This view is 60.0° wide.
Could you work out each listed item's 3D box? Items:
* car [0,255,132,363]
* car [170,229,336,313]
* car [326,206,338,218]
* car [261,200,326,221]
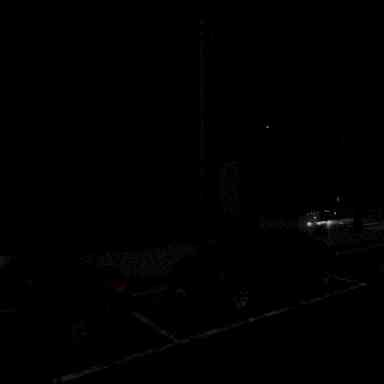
[{"bbox_3d":[-2.878,1.582,4.482,4.206,1.307,1.802,0,0,-35],"label":"car"},{"bbox_3d":[1.560,1.566,7.648,4.313,1.339,1.947,0,0,-35],"label":"car"},{"bbox_3d":[10.266,1.480,29.131,1.837,1.490,4.892,0,0,-36],"label":"car"},{"bbox_3d":[7.684,1.532,27.153,2.033,1.411,5.357,0,0,-36],"label":"car"}]
